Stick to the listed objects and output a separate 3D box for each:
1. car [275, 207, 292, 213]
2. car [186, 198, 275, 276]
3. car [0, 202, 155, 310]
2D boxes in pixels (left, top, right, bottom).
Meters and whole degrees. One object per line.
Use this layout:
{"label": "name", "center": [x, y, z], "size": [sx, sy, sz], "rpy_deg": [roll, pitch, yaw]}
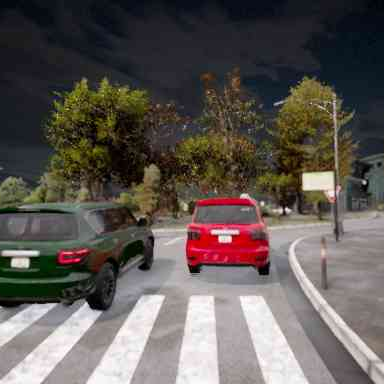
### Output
{"label": "car", "center": [18.915, 3.918, 70.821], "size": [4.674, 1.442, 1.812], "rpy_deg": [-3, -5, 37]}
{"label": "car", "center": [1.255, 1.213, 10.487], "size": [2.150, 2.045, 5.566], "rpy_deg": [-1, 0, 10]}
{"label": "car", "center": [-2.469, 1.244, 8.042], "size": [2.150, 2.045, 5.566], "rpy_deg": [-1, 0, 7]}
